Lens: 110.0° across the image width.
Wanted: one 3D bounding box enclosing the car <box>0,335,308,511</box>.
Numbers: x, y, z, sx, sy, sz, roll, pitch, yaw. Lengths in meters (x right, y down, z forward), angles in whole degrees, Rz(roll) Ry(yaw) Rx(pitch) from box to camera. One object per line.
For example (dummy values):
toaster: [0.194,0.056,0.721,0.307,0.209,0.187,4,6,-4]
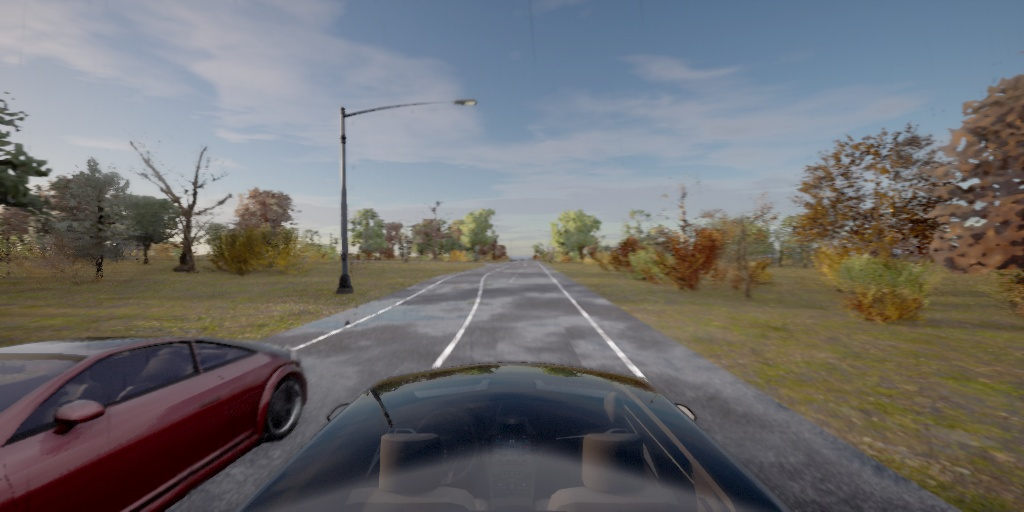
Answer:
car: [-3.532,1.371,2.668,1.994,1.385,4.181,-1,0,2]
